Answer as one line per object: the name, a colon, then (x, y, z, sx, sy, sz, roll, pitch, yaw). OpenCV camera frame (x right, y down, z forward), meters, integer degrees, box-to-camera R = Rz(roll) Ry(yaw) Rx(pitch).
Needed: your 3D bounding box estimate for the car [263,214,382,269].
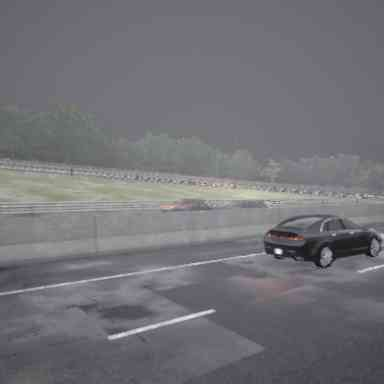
car: (4.541, 1.510, 11.271, 4.892, 1.490, 1.837, 0, 0, -35)

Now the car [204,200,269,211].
car: (3.475, 1.360, 23.633, 4.553, 1.767, 2.097, 0, 0, -35)

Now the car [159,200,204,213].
car: (0.011, 1.555, 25.468, 5.357, 1.411, 2.033, 0, 0, -35)

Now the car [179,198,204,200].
car: (-0.607, 1.361, 29.320, 4.553, 1.767, 2.097, 0, 0, -35)
